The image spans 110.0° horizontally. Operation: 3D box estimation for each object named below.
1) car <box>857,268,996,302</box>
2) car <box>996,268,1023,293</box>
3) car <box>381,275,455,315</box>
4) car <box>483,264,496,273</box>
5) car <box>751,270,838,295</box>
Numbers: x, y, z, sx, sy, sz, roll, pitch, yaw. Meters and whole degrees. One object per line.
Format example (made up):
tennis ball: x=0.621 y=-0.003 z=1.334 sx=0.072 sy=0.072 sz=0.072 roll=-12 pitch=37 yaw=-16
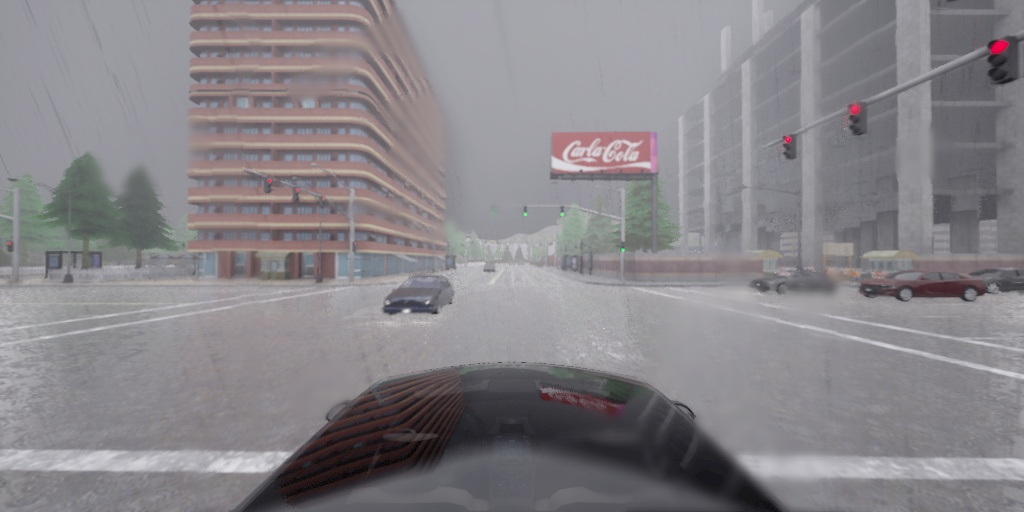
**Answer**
car: x=20.291 y=1.420 z=17.931 sx=5.008 sy=1.535 sz=1.882 roll=0 pitch=-1 yaw=0
car: x=28.930 y=1.485 z=21.385 sx=4.892 sy=1.490 sz=1.837 roll=-1 pitch=-1 yaw=0
car: x=-3.525 y=1.484 z=14.634 sx=2.033 sy=1.411 sz=5.357 roll=0 pitch=0 yaw=0
car: x=-3.520 y=1.965 z=56.555 sx=1.837 sy=1.490 sz=4.892 roll=0 pitch=1 yaw=0
car: x=16.770 y=1.547 z=21.447 sx=4.181 sy=1.385 sz=1.994 roll=0 pitch=-1 yaw=0
